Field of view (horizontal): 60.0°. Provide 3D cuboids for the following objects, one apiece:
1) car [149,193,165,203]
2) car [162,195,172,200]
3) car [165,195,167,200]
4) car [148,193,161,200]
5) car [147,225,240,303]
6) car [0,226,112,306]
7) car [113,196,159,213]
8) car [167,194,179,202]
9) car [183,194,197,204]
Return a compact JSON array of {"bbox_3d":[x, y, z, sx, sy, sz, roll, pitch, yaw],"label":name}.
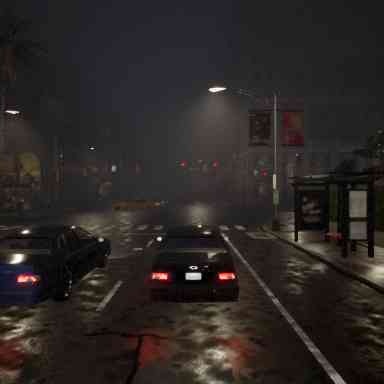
[{"bbox_3d":[-7.524,1.553,70.521,1.994,1.385,4.181,0,0,0],"label":"car"},{"bbox_3d":[-6.822,1.500,91.012,1.837,1.490,4.892,0,0,9],"label":"car"},{"bbox_3d":[-7.600,1.355,80.704,2.097,1.767,4.553,0,0,0],"label":"car"},{"bbox_3d":[-10.343,1.225,91.194,2.150,2.045,5.566,0,0,9],"label":"car"},{"bbox_3d":[0.023,1.547,8.435,2.033,1.411,5.357,0,0,0],"label":"car"},{"bbox_3d":[-3.477,1.547,8.249,2.033,1.411,5.357,0,0,0],"label":"car"},{"bbox_3d":[-6.447,1.477,37.260,1.882,1.535,5.008,-1,-1,42],"label":"car"},{"bbox_3d":[-4.081,1.355,77.882,2.097,1.767,4.553,0,0,0],"label":"car"},{"bbox_3d":[-0.606,1.547,61.475,2.033,1.411,5.357,0,0,2],"label":"car"}]
